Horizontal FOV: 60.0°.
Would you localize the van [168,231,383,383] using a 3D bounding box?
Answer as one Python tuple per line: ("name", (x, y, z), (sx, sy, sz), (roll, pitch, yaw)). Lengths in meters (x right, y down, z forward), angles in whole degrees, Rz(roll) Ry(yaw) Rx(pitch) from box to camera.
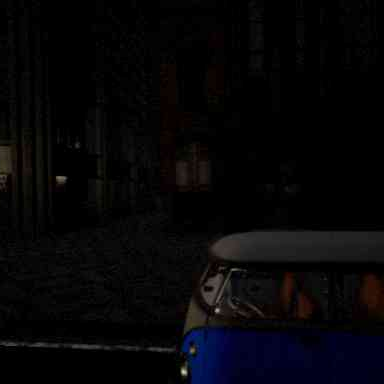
("van", (1.874, 1.280, 3.154), (3.998, 1.788, 1.690), (-1, 0, 7))
